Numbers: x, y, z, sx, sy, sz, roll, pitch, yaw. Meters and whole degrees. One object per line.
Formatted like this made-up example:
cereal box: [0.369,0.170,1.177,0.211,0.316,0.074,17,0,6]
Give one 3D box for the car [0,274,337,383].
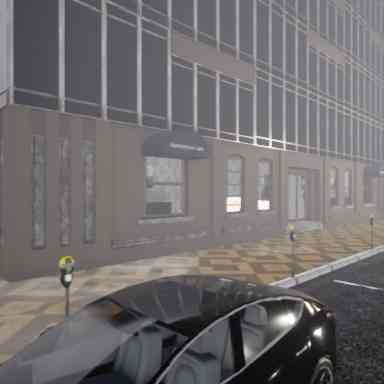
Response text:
car: [-0.282,1.566,2.875,4.313,1.339,1.947,0,0,-44]
